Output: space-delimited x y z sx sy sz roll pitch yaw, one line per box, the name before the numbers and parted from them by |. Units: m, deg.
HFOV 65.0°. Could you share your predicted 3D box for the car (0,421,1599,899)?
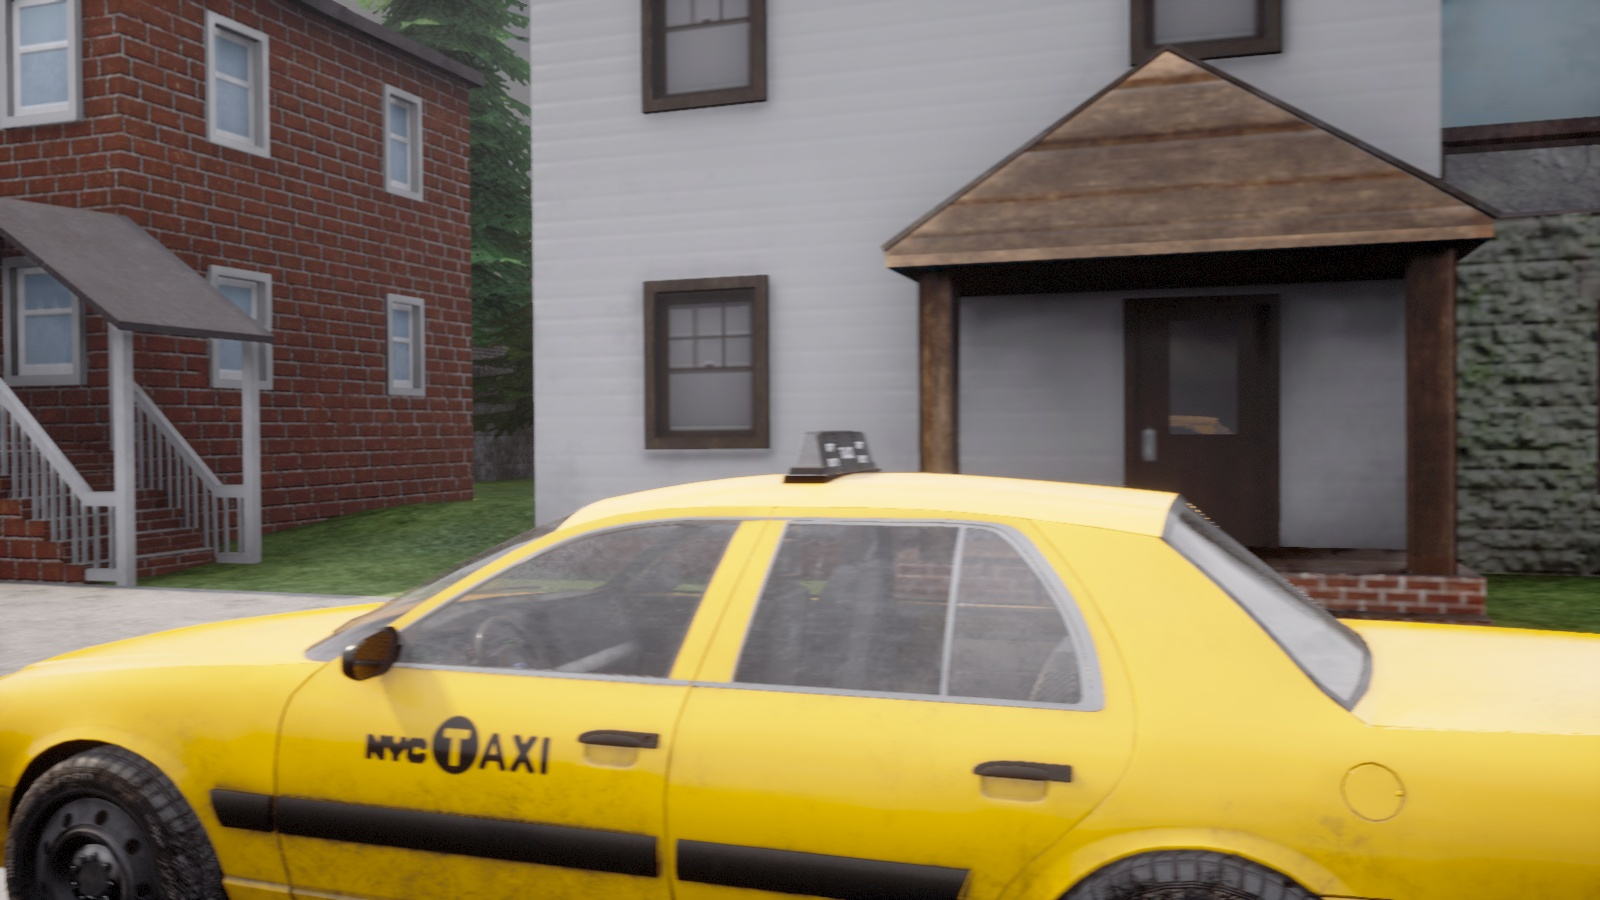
car | -0.125 0.712 3.766 5.366 1.575 1.801 0 1 19
